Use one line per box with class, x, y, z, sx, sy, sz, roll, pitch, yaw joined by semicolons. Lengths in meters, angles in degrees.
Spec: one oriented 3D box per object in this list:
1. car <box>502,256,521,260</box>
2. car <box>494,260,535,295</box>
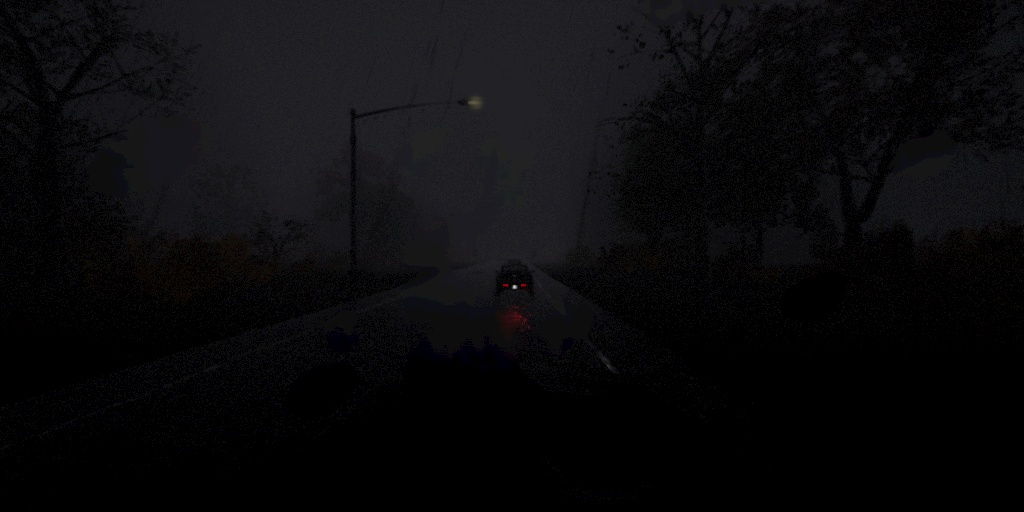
car;0.225;1.002;36.836;1.837;1.490;4.892;0;0;0
car;0.132;1.133;18.703;1.837;1.490;4.892;0;0;0
